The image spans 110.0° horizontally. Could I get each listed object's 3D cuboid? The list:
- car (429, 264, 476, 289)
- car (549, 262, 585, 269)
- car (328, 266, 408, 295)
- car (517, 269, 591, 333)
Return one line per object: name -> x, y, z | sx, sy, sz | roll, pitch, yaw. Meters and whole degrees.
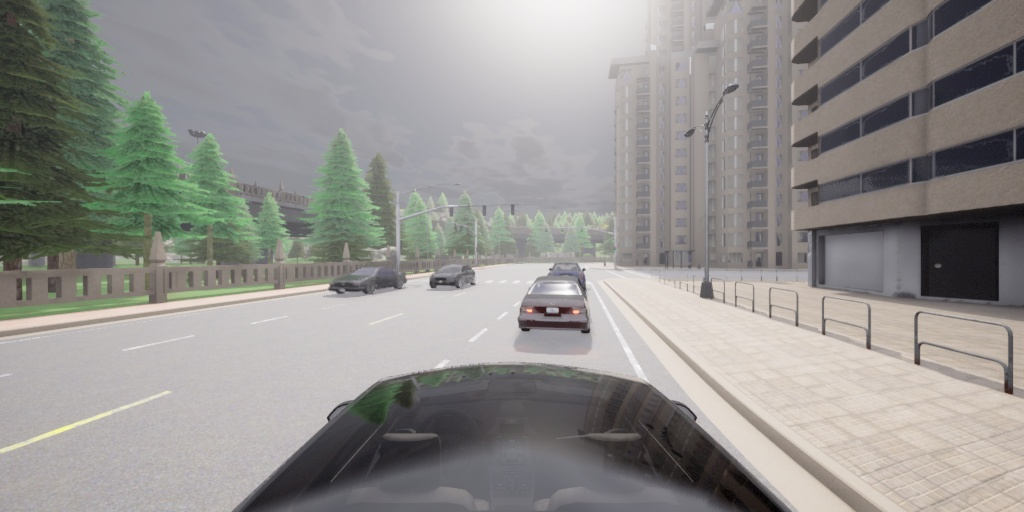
car -> -3.678, 1.256, 23.020 | 1.837, 1.490, 4.892 | 0, -1, 11
car -> 3.179, 1.100, 20.801 | 2.097, 1.767, 4.553 | 0, 0, 10
car -> -7.792, 1.296, 20.112 | 2.033, 1.411, 5.357 | 0, 0, 11
car -> 1.363, 1.297, 10.737 | 2.033, 1.411, 5.357 | 0, 0, 10
